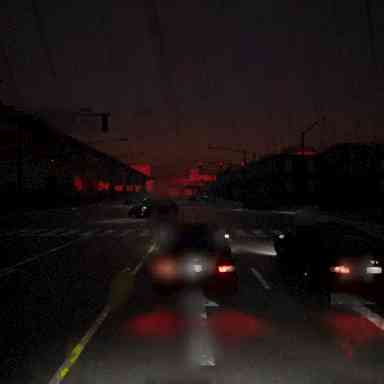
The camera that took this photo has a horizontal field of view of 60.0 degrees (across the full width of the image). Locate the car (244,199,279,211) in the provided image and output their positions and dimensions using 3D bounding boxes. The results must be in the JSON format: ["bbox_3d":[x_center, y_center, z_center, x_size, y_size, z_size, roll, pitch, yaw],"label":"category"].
[{"bbox_3d":[8.569,1.564,41.170,4.181,1.385,1.994,0,0,19],"label":"car"}]

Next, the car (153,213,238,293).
[{"bbox_3d":[0.090,1.547,9.000,2.033,1.411,5.357,0,0,0],"label":"car"}]

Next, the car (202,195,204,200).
[{"bbox_3d":[3.723,1.525,93.809,2.128,1.511,4.902,0,0,0],"label":"car"}]

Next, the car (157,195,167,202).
[{"bbox_3d":[-6.817,1.478,76.817,1.882,1.535,5.008,0,0,0],"label":"car"}]

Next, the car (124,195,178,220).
[{"bbox_3d":[-3.256,1.352,28.352,2.097,1.767,4.553,0,0,39],"label":"car"}]

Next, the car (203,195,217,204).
[{"bbox_3d":[3.737,1.525,65.899,1.812,1.442,4.674,0,0,0],"label":"car"}]

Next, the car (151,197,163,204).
[{"bbox_3d":[-6.867,1.601,66.379,1.895,1.301,4.718,0,0,1],"label":"car"}]

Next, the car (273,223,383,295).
[{"bbox_3d":[3.581,1.547,8.892,2.033,1.411,5.357,0,0,2],"label":"car"}]

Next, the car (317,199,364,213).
[{"bbox_3d":[16.200,1.492,36.393,4.902,1.511,2.128,0,0,-1],"label":"car"}]

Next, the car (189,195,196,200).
[{"bbox_3d":[0.223,1.500,93.793,1.837,1.490,4.892,0,0,0],"label":"car"}]

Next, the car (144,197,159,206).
[{"bbox_3d":[-6.935,1.601,57.052,1.895,1.301,4.718,0,0,0],"label":"car"}]

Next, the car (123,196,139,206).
[{"bbox_3d":[-10.434,1.478,57.264,1.882,1.535,5.008,0,0,0],"label":"car"}]

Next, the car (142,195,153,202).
[{"bbox_3d":[-10.317,1.478,76.858,1.882,1.535,5.008,0,0,0],"label":"car"}]

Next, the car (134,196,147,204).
[{"bbox_3d":[-10.360,1.505,66.724,1.837,1.490,4.892,0,0,1],"label":"car"}]

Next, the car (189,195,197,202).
[{"bbox_3d":[0.188,1.540,78.029,2.033,1.411,5.357,0,0,0],"label":"car"}]
